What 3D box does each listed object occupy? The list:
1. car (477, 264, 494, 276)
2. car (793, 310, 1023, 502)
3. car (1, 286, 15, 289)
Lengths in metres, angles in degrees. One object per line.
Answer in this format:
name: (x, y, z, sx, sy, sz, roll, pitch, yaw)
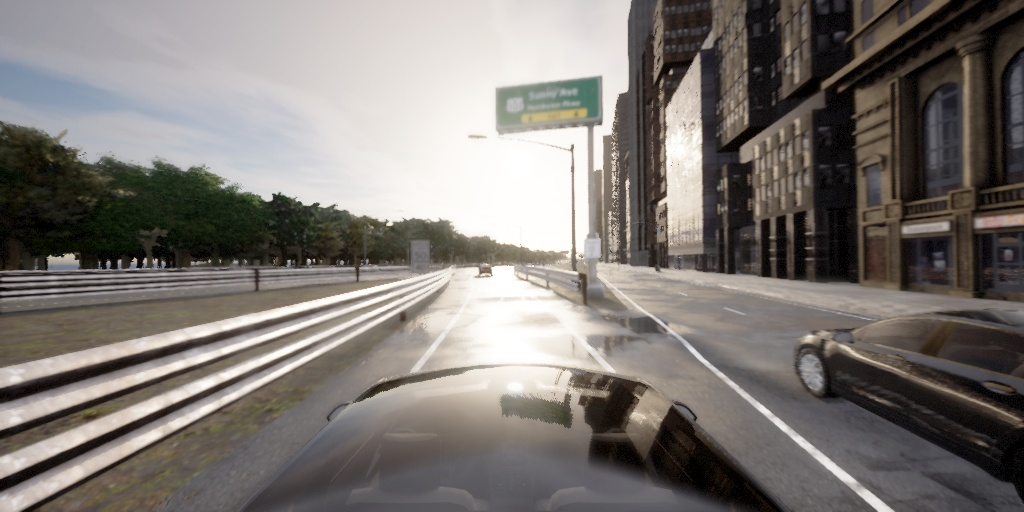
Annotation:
car: (-3.449, 1.833, 46.840, 1.837, 1.490, 4.892, -1, 0, -4)
car: (5.058, 1.317, 3.716, 1.837, 1.490, 4.892, -1, -1, 11)
car: (-23.144, 1.225, 13.442, 2.033, 1.411, 5.357, -1, -1, 11)
